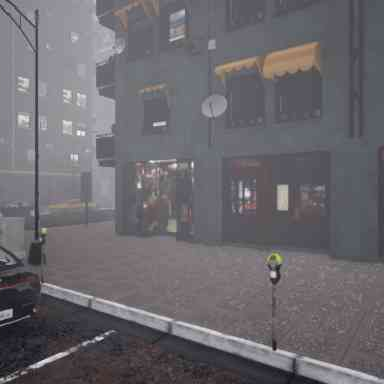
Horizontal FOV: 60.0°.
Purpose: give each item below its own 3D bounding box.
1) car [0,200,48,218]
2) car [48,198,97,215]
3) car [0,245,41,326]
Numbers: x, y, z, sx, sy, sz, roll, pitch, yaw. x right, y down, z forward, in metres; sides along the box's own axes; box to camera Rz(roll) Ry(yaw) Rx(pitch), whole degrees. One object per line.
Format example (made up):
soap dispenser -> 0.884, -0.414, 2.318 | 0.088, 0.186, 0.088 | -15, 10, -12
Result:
car -> -14.095, 1.350, 26.073 | 2.008, 1.369, 4.403 | 1, 1, 35
car -> -11.011, 1.249, 30.502 | 1.752, 1.417, 4.829 | 1, 1, 35
car -> -4.506, 1.551, 6.075 | 4.403, 1.369, 2.008 | 0, 0, 35
